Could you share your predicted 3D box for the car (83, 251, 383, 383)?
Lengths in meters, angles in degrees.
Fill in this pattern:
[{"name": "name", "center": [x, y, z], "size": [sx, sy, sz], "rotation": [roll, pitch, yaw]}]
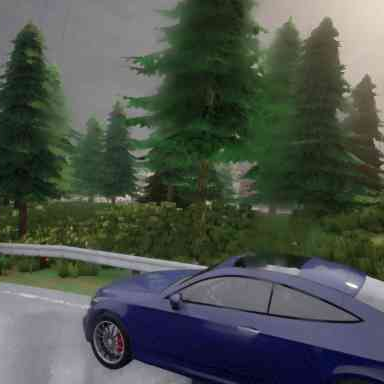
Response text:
[{"name": "car", "center": [0.752, 1.499, 4.100], "size": [4.674, 1.442, 1.812], "rotation": [1, 1, 31]}]
